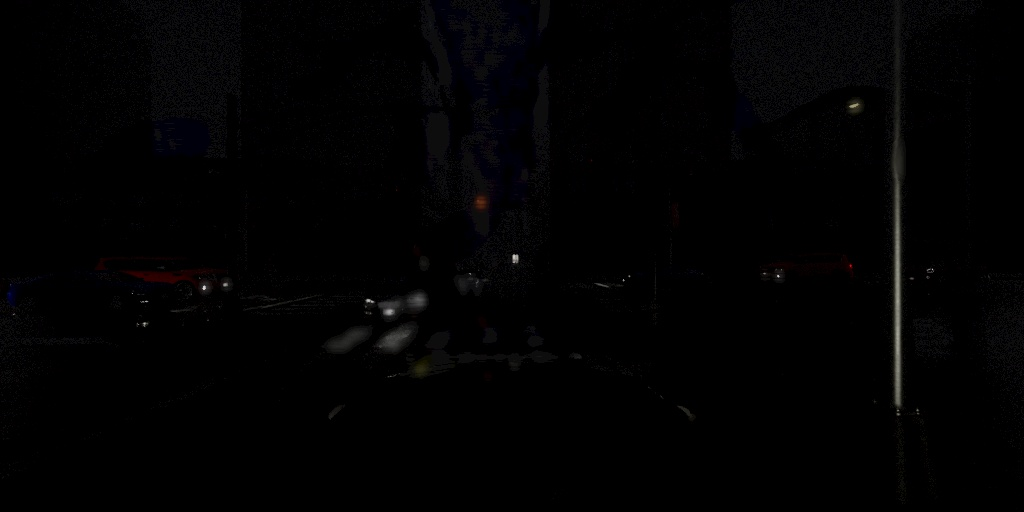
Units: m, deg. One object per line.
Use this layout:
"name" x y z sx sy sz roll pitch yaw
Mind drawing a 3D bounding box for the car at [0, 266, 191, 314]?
"car" -15.780 1.280 13.715 5.008 1.535 1.882 0 0 -2

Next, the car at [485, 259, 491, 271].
"car" -4.254 1.280 48.905 1.837 1.490 4.892 0 1 -2

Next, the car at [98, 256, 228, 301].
"car" -16.338 1.027 16.951 5.566 2.045 2.150 0 0 -2

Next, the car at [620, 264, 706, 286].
"car" 10.242 1.244 24.453 5.357 1.411 2.033 0 0 -2

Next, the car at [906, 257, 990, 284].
"car" 30.093 0.982 25.040 4.553 1.767 2.097 0 0 -2

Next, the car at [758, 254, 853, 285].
"car" 20.200 0.883 24.751 5.566 2.045 2.150 0 0 -2

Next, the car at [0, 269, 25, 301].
"car" -26.261 1.368 16.648 4.674 1.442 1.812 0 0 -1

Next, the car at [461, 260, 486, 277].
"car" -3.894 1.368 35.707 1.895 1.301 4.718 0 0 -1

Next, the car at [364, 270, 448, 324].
"car" -3.338 1.242 12.063 2.128 1.511 4.902 0 0 -1
